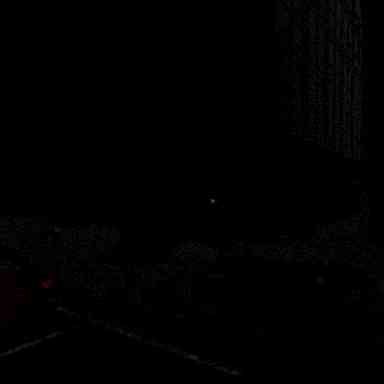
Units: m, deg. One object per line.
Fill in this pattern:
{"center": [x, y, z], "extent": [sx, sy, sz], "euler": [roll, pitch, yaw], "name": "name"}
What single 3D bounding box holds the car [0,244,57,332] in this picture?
{"center": [-4.071, 1.535, 5.866], "extent": [4.206, 1.307, 1.802], "euler": [0, 1, 36], "name": "car"}
